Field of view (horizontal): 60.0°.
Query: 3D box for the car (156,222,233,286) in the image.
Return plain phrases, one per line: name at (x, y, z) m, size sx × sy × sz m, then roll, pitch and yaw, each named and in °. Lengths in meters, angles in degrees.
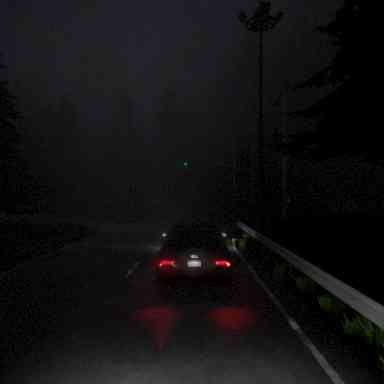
car at (0.062, 1.585, 9.583) m, size 2.033 × 1.411 × 5.357 m, roll 0°, pitch 0°, yaw 0°
